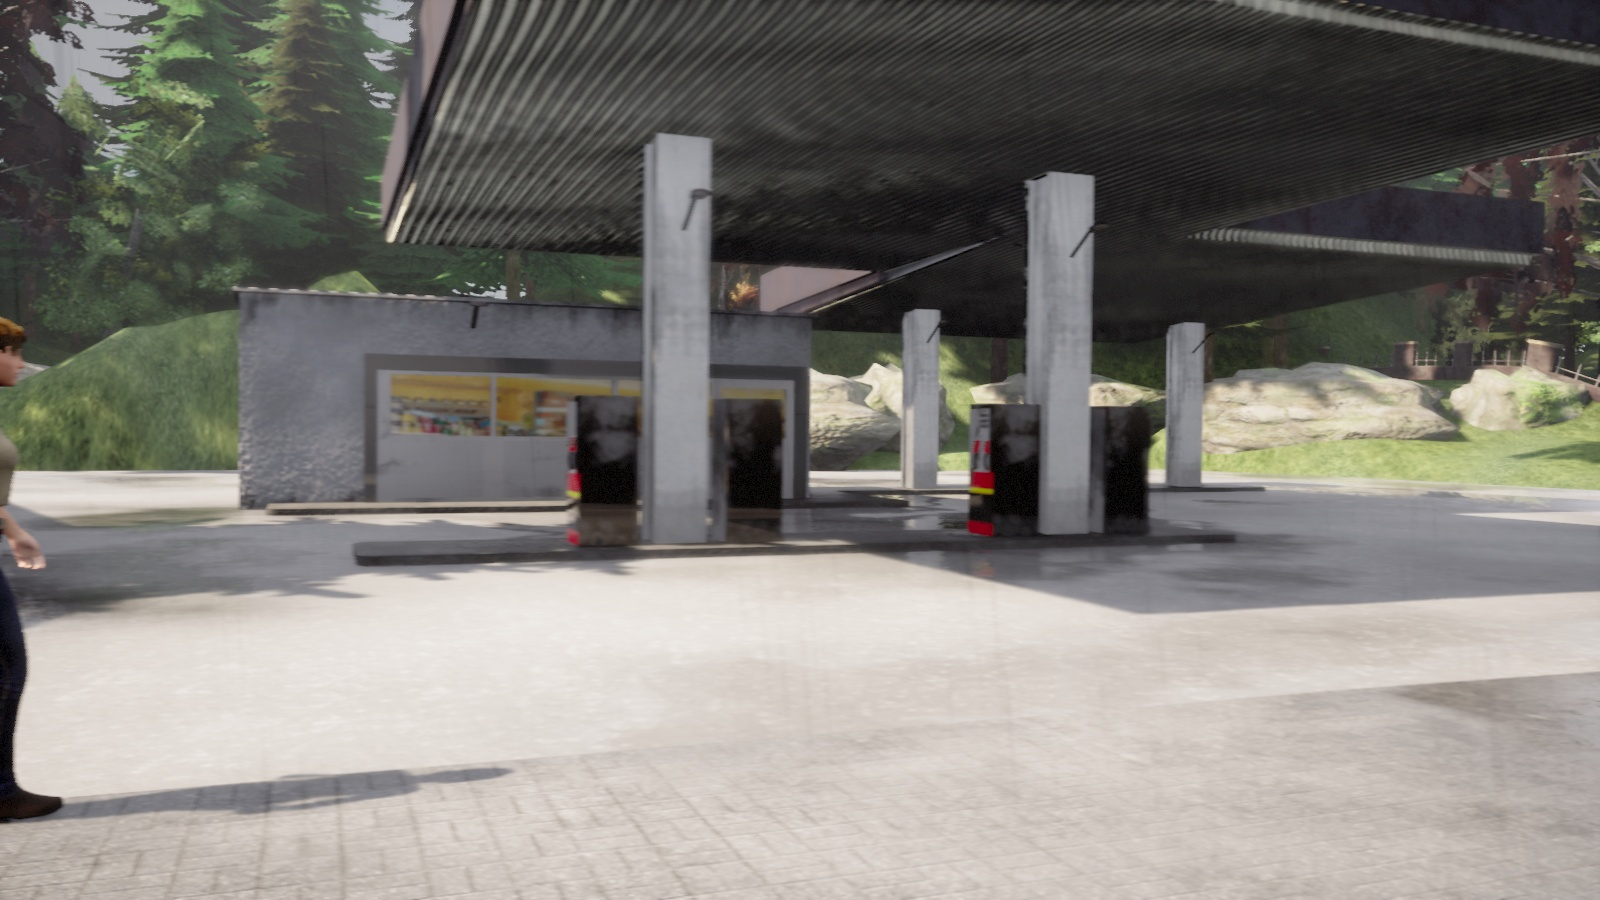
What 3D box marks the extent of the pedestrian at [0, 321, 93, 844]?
[{"bbox_3d":[-2.923,0.465,4.534,0.594,1.836,0.345,-1,1,-33],"label":"pedestrian"}]
